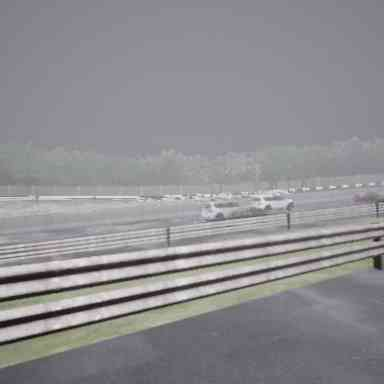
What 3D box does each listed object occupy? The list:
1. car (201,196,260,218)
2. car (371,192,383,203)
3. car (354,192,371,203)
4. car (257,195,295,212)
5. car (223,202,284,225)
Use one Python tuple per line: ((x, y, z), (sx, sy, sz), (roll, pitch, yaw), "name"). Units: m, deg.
((3.652, 1.877, 33.935), (5.566, 2.045, 2.150), (-4, 2, -23), "car")
((26.338, 0.757, 43.708), (4.718, 1.301, 1.895), (-4, 2, -23), "car")
((24.923, 0.656, 46.909), (4.674, 1.442, 1.812), (-4, 2, -23), "car")
((9.820, 1.379, 40.402), (5.566, 2.045, 2.150), (-4, 2, -23), "car")
((5.714, 2.147, 31.015), (4.892, 1.490, 1.837), (-4, 2, -23), "car")
